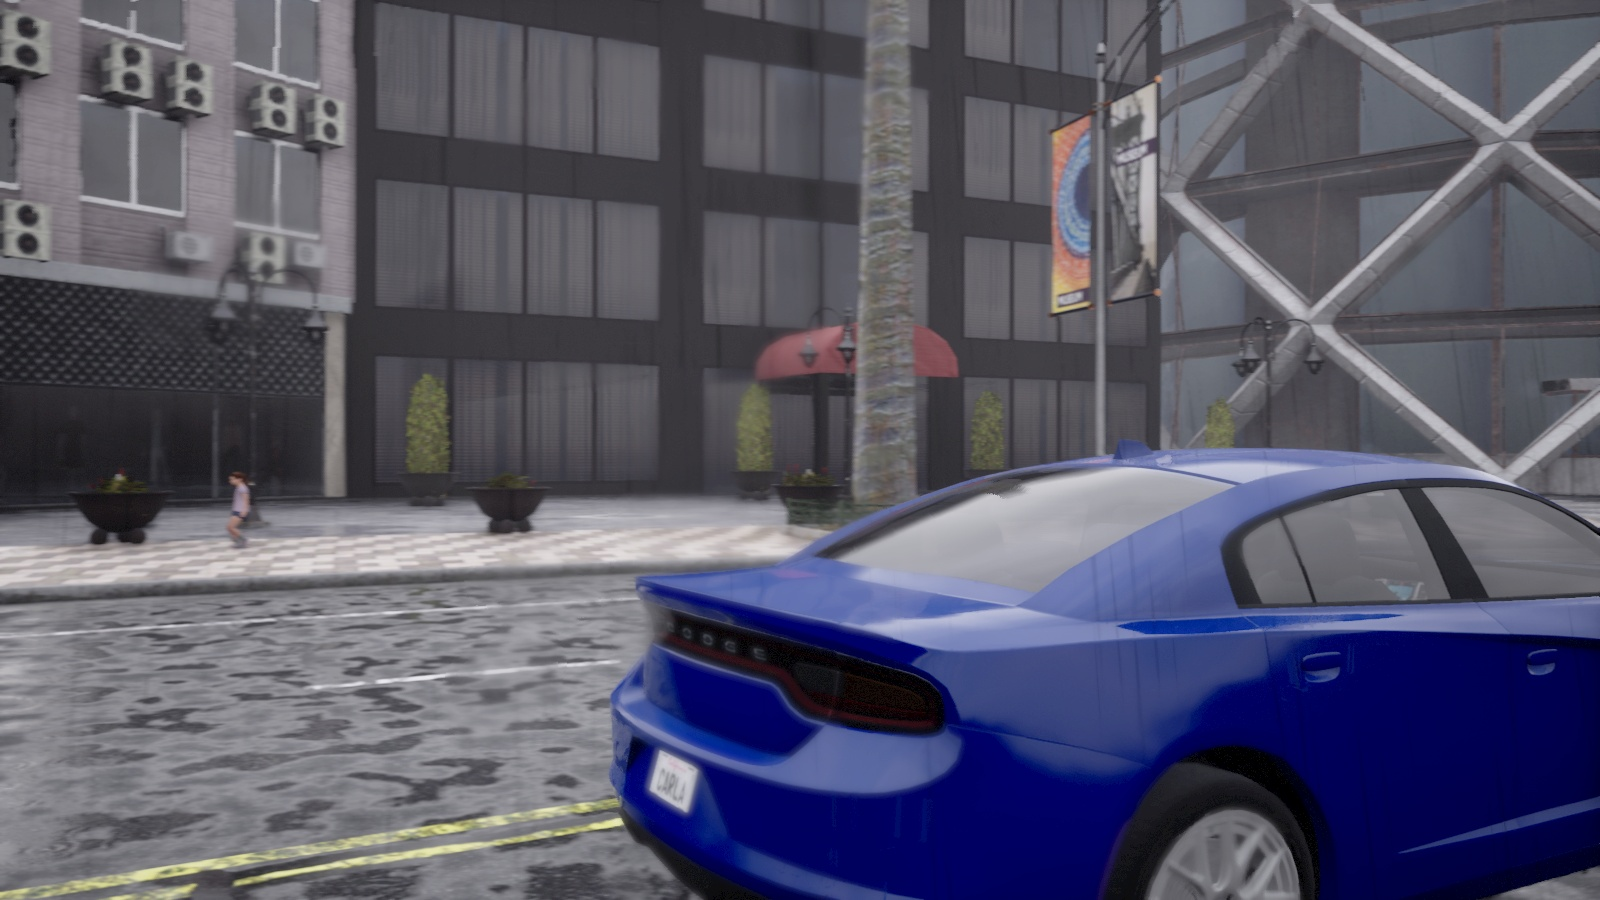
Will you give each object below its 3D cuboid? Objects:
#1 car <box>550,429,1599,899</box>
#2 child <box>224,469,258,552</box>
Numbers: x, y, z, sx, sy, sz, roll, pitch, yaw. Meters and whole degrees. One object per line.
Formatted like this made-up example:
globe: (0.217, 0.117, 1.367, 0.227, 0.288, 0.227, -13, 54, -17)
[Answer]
car: (1.818, 0.726, 4.560, 5.008, 1.535, 1.882, 0, 0, -30)
child: (-7.607, 0.819, 17.082, 0.394, 1.110, 0.255, 0, 0, -32)
